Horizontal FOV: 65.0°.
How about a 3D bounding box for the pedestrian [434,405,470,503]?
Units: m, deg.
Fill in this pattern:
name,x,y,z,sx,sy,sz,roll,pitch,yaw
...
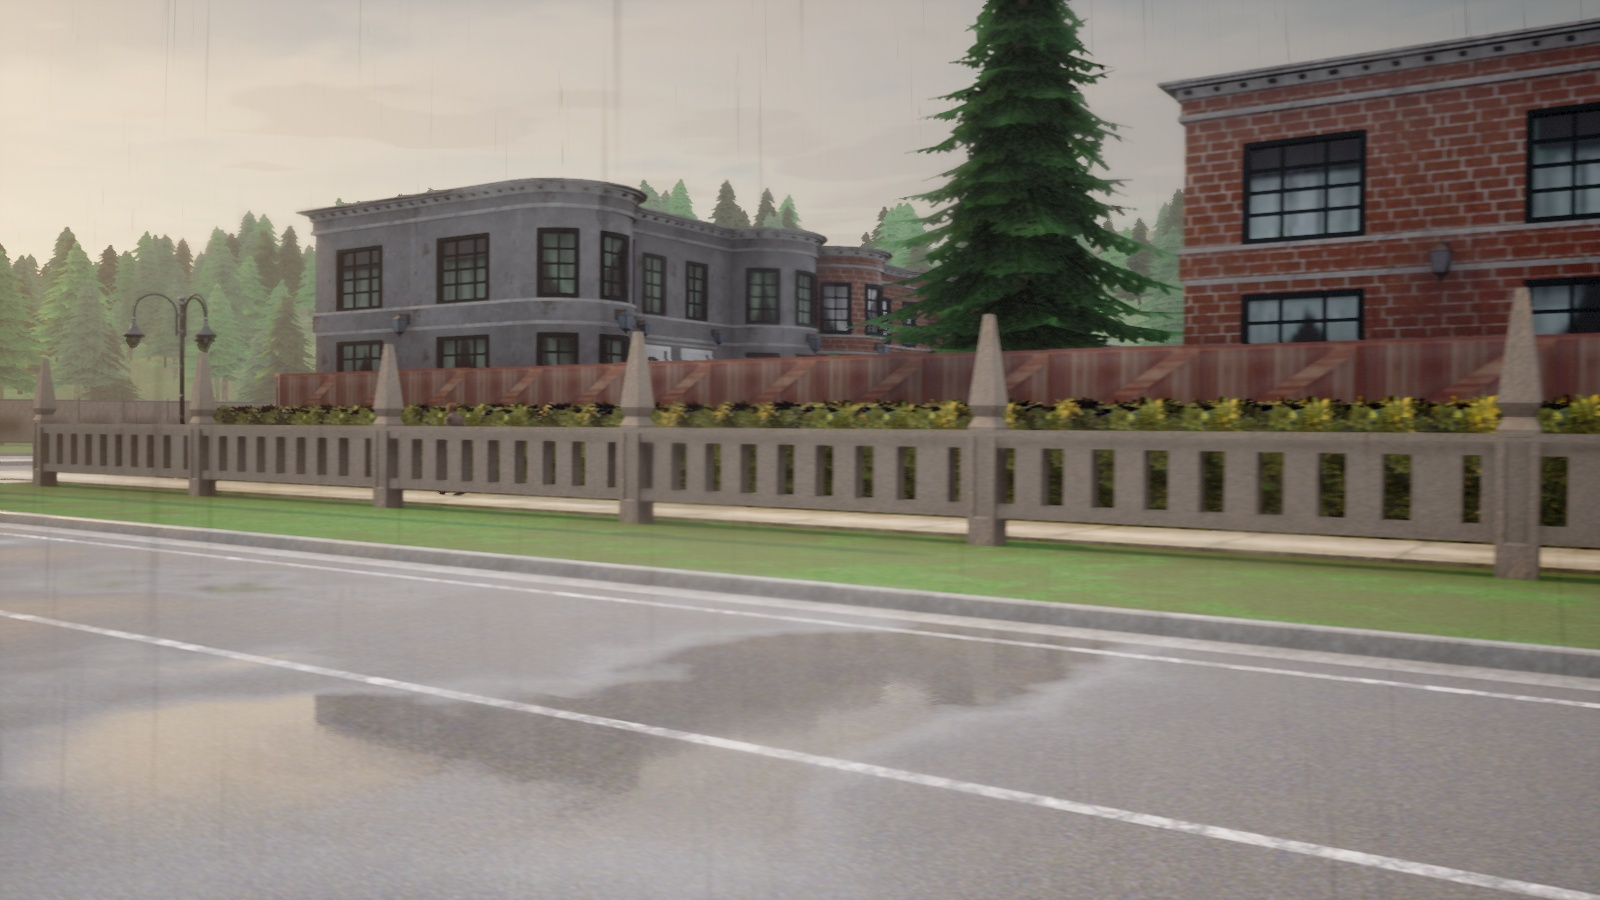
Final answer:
name,x,y,z,sx,sy,sz,roll,pitch,yaw
pedestrian,-6.637,0.073,23.959,0.634,1.846,0.331,0,1,37
